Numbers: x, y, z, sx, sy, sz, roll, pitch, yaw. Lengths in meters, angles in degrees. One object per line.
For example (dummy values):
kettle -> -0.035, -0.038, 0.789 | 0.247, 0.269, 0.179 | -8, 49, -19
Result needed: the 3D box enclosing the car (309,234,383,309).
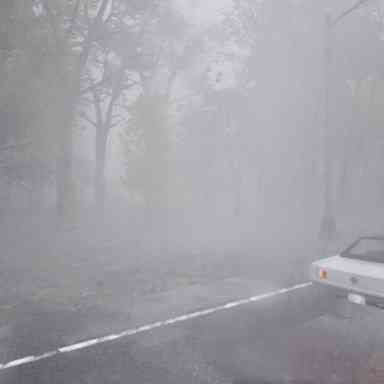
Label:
car -> 4.691, 1.570, 7.096 | 4.718, 1.301, 1.895 | 0, 0, -35
